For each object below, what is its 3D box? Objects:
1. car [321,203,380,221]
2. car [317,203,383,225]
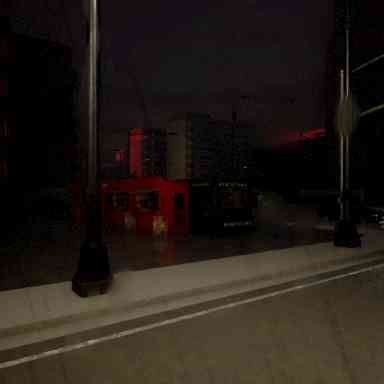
[{"bbox_3d":[13.607,1.675,28.741,1.994,1.385,4.181,0,-1,-36],"label":"car"},{"bbox_3d":[11.906,1.594,25.120,1.837,1.490,4.892,0,-1,-36],"label":"car"}]
